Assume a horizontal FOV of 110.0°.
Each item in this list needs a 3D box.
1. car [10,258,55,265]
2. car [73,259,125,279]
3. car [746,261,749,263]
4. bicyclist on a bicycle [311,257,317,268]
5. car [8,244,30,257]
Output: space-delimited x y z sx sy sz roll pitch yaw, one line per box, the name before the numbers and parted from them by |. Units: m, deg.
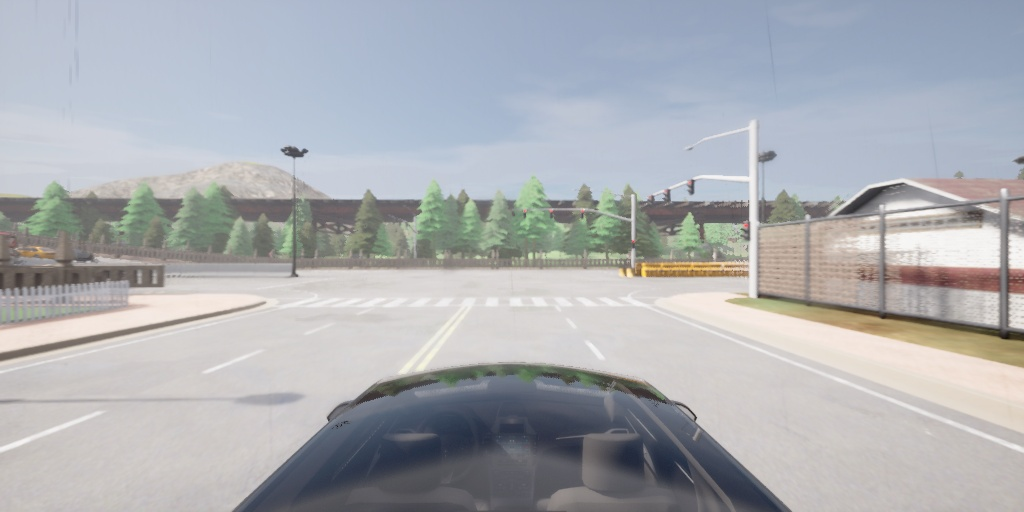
car | -35.419 1.079 25.884 4.181 1.385 1.994 2 0 -2
car | -34.024 1.169 29.423 4.718 1.301 1.895 2 0 -2
car | 30.452 1.307 42.107 4.718 1.301 1.895 0 0 -1
bicyclist on a bicycle | -28.460 0.980 51.584 0.582 1.620 1.656 0 0 -2
car | -52.492 -0.279 36.025 4.892 1.490 1.837 7 0 -1
